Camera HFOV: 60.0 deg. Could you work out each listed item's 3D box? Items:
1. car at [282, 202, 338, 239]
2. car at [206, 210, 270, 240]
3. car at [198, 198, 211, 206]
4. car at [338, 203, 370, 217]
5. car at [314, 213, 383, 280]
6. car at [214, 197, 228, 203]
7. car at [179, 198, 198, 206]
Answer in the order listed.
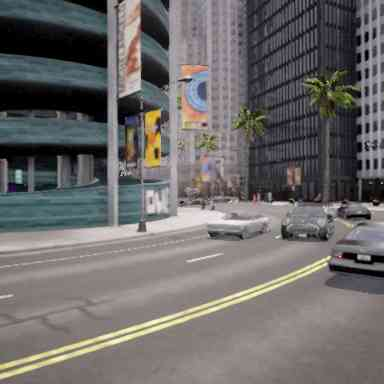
[{"bbox_3d":[6.099,1.413,17.226,2.097,1.767,4.553,-1,0,28],"label":"car"},{"bbox_3d":[2.573,1.685,17.810,1.895,1.301,4.718,0,0,31],"label":"car"},{"bbox_3d":[1.894,1.866,64.209,1.812,1.442,4.674,0,-1,-24],"label":"car"},{"bbox_3d":[14.066,1.645,29.243,1.994,1.385,4.181,0,0,10],"label":"car"},{"bbox_3d":[5.562,1.572,9.679,2.033,1.411,5.357,-1,0,39],"label":"car"},{"bbox_3d":[6.682,1.865,78.040,2.231,1.521,4.892,0,0,-24],"label":"car"},{"bbox_3d":[-1.360,1.846,62.914,2.128,1.511,4.902,0,0,-24],"label":"car"}]
